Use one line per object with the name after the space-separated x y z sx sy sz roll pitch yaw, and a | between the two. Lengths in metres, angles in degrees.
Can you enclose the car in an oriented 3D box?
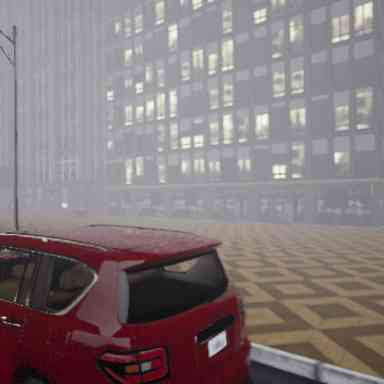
-1.736 1.344 4.118 5.009 1.841 2.192 -1 -1 35 | car
